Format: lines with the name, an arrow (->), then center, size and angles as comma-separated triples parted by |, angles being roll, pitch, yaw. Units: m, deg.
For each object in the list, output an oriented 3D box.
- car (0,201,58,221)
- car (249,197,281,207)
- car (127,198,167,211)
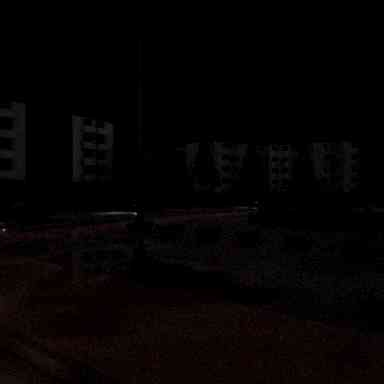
car -> -13.688, 1.505, 27.760 | 1.837, 1.490, 4.892 | 0, 0, 34
car -> 10.912, 1.513, 49.673 | 4.892, 1.490, 1.837 | 0, 0, -21
car -> -5.252, 1.478, 38.920 | 5.008, 1.535, 1.882 | 0, 0, -44
